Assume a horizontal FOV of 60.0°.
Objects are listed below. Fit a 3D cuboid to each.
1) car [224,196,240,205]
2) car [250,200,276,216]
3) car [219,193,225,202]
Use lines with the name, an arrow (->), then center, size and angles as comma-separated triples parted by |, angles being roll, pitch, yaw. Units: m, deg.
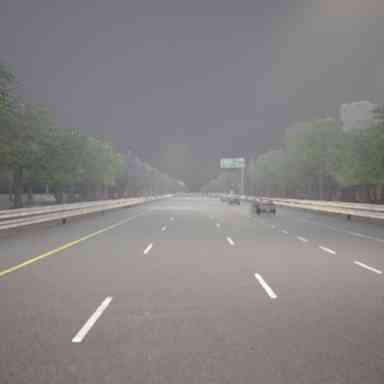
car -> 7.206, 1.579, 58.000 | 1.837, 1.490, 4.892 | 0, 0, 0
car -> 7.074, 1.511, 33.313 | 2.128, 1.511, 4.902 | 0, 0, 0
car -> 7.339, 1.555, 75.342 | 2.128, 1.511, 4.902 | 0, 0, 0
